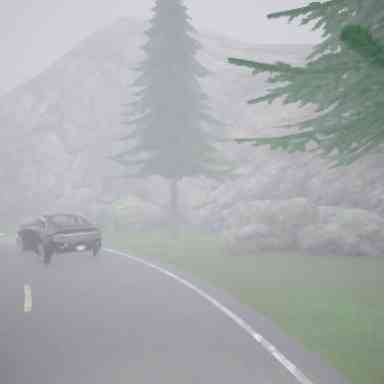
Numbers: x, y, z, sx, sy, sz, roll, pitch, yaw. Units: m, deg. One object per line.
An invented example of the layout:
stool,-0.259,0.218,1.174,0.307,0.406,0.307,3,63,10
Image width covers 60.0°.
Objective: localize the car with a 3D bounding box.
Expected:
car,-5.037,1.565,12.333,2.128,1.511,4.902,-1,0,-39
